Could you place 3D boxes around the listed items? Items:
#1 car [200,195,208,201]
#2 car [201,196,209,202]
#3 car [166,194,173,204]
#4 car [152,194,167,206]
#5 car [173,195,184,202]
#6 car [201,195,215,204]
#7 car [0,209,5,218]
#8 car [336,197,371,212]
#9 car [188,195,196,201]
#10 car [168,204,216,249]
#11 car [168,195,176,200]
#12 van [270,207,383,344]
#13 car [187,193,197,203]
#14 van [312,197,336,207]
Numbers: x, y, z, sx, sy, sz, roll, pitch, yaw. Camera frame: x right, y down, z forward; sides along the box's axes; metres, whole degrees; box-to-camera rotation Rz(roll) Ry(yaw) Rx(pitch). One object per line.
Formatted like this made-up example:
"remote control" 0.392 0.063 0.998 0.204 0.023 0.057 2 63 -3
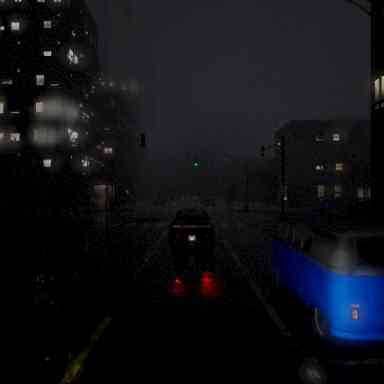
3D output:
"car" 3.146 1.600 86.784 1.837 1.490 4.892 0 0 0
"car" 3.148 1.606 79.784 1.812 1.442 4.674 0 0 0
"car" -5.687 1.373 67.600 2.192 1.841 5.009 0 0 0
"car" -5.688 1.566 56.351 1.752 1.417 4.829 0 0 0
"car" -3.000 1.432 79.084 2.097 1.767 4.553 0 0 0
"car" 2.693 1.560 51.153 1.752 1.417 4.829 0 0 0
"car" -17.466 1.532 27.007 4.206 1.307 1.802 0 0 0
"car" 14.923 1.357 27.088 5.009 1.841 2.192 0 0 0
"car" 0.000 1.510 87.792 1.812 1.442 4.674 0 0 0
"car" 0.000 1.498 14.650 2.128 1.511 4.902 0 0 0
"car" -5.689 1.659 95.296 1.887 1.381 4.507 0 0 0
"van" 2.661 1.340 6.196 1.690 1.788 3.998 0 0 0
"car" -0.001 1.294 74.067 2.150 2.045 5.566 0 0 0
"van" 14.900 1.424 35.467 3.998 1.788 1.690 0 0 0
